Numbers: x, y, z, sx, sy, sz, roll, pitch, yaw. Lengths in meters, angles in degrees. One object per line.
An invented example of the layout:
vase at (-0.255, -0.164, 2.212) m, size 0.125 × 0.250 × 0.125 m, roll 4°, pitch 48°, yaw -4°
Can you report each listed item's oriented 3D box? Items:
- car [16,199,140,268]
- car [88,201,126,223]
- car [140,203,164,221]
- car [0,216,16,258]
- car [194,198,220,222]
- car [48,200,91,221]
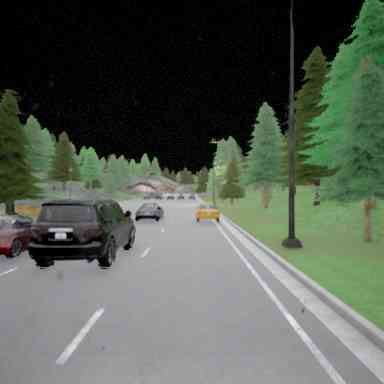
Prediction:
car at (-3.459, 1.249, 11.501) m, size 2.150 × 2.045 × 5.566 m, roll 0°, pitch 0°, yaw 0°
car at (-6.946, 1.569, 27.625) m, size 1.837 × 1.490 × 4.892 m, roll 0°, pitch 0°, yaw 1°
car at (-3.445, 1.628, 27.774) m, size 1.994 × 1.385 × 4.181 m, roll 0°, pitch 0°, yaw 1°
car at (-6.944, 1.595, 12.833) m, size 1.994 × 1.385 × 4.181 m, roll 0°, pitch 0°, yaw 1°
car at (1.239, 1.516, 26.887) m, size 1.801 × 1.575 × 5.366 m, roll 0°, pitch 0°, yaw 0°
car at (-10.436, 1.543, 28.797) m, size 1.882 × 1.535 × 5.008 m, roll 0°, pitch 0°, yaw 1°
